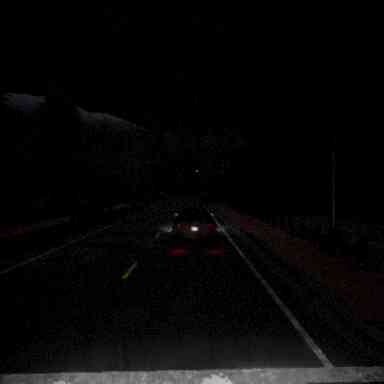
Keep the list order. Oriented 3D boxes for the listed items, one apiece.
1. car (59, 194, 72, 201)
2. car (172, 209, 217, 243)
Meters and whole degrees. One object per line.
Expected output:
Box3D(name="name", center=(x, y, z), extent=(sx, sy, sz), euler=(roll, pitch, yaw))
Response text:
Box3D(name="car", center=(-24.960, 0.934, 68.185), extent=(1.932, 1.855, 4.605), euler=(0, 0, -1))
Box3D(name="car", center=(0.113, 1.501, 15.784), extent=(1.994, 1.385, 4.181), euler=(0, 0, 0))
